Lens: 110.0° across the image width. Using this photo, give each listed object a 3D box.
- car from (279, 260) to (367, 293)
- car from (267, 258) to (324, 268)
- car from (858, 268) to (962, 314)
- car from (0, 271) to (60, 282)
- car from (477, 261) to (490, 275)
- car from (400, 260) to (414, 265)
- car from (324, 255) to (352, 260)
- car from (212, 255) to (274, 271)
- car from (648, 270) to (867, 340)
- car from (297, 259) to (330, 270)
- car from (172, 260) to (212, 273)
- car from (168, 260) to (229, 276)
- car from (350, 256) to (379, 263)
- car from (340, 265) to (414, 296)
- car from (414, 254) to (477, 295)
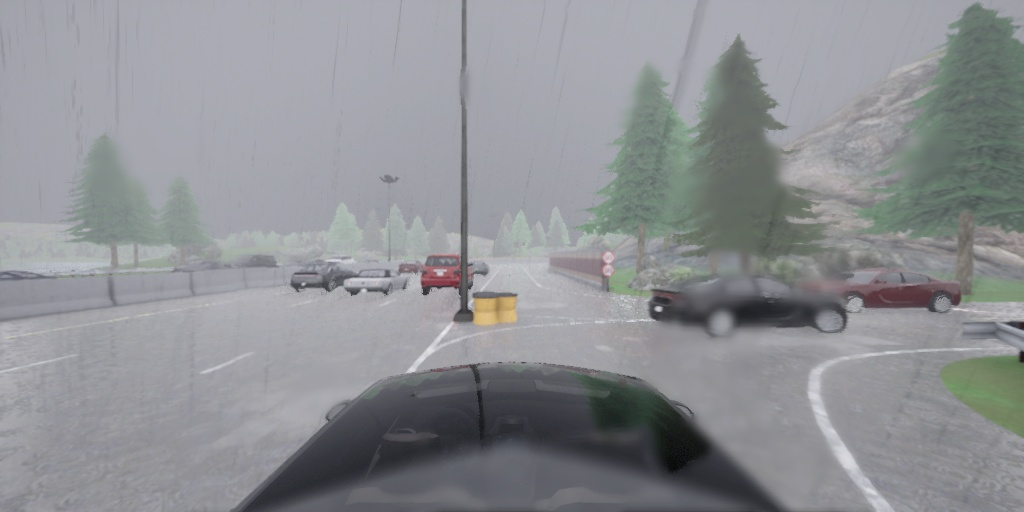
[{"bbox_3d":[-10.405,1.205,20.325,2.128,1.511,4.902,0,0,0],"label":"car"},{"bbox_3d":[-21.105,1.175,35.253,2.128,1.511,4.902,0,0,0],"label":"car"},{"bbox_3d":[13.140,1.201,13.064,5.008,1.535,1.882,0,0,-1],"label":"car"},{"bbox_3d":[-21.104,1.289,14.522,1.994,1.385,4.181,0,0,0],"label":"car"},{"bbox_3d":[-3.411,1.244,36.899,1.994,1.385,4.181,0,0,0],"label":"car"},{"bbox_3d":[-10.410,1.156,37.789,1.882,1.535,5.008,0,0,0],"label":"car"},{"bbox_3d":[-24.487,0.872,51.057,2.150,2.045,5.566,0,0,2],"label":"car"},{"bbox_3d":[-24.607,0.908,33.732,2.150,2.045,5.566,0,0,0],"label":"car"},{"bbox_3d":[6.223,1.210,9.590,5.008,1.535,1.882,0,-2,-8],"label":"car"},{"bbox_3d":[-28.011,1.157,50.734,1.837,1.490,4.892,0,0,1],"label":"car"},{"bbox_3d":[-28.107,1.234,33.635,2.033,1.411,5.357,0,0,0],"label":"car"},{"bbox_3d":[-31.598,1.186,36.353,1.837,1.490,4.892,0,0,0],"label":"car"},{"bbox_3d":[-20.894,1.142,51.983,2.128,1.511,4.902,0,0,3],"label":"car"},{"bbox_3d":[-6.904,1.317,18.923,1.895,1.301,4.718,0,0,0],"label":"car"},{"bbox_3d":[-3.404,0.936,19.647,2.150,2.045,5.566,0,0,0],"label":"car"}]
